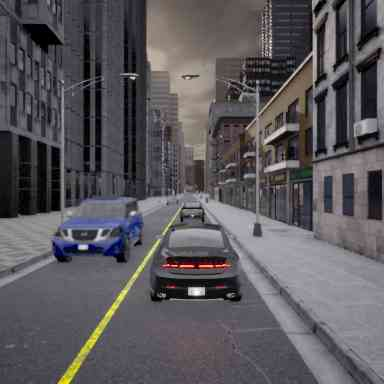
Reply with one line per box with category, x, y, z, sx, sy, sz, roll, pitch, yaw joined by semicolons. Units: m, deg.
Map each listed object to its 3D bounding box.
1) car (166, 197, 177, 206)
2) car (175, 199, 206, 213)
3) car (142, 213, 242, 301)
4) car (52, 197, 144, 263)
car;-3.103;1.522;54.729;1.994;1.385;4.181;0;0;0
car;0.046;1.509;26.311;2.128;1.511;4.902;0;0;0
car;0.085;1.507;8.292;1.837;1.490;4.892;0;0;0
car;-3.125;1.226;12.295;2.150;2.045;5.566;0;0;0
